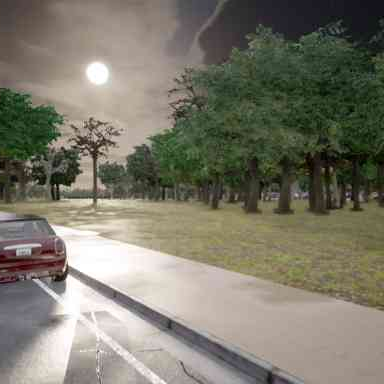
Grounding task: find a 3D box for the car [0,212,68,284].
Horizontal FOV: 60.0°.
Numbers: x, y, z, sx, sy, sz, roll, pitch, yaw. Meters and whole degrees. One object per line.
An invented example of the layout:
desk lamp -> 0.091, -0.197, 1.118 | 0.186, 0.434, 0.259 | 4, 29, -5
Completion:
car -> -5.045, 1.352, 9.052 | 2.097, 1.767, 4.553 | 0, 0, -38
